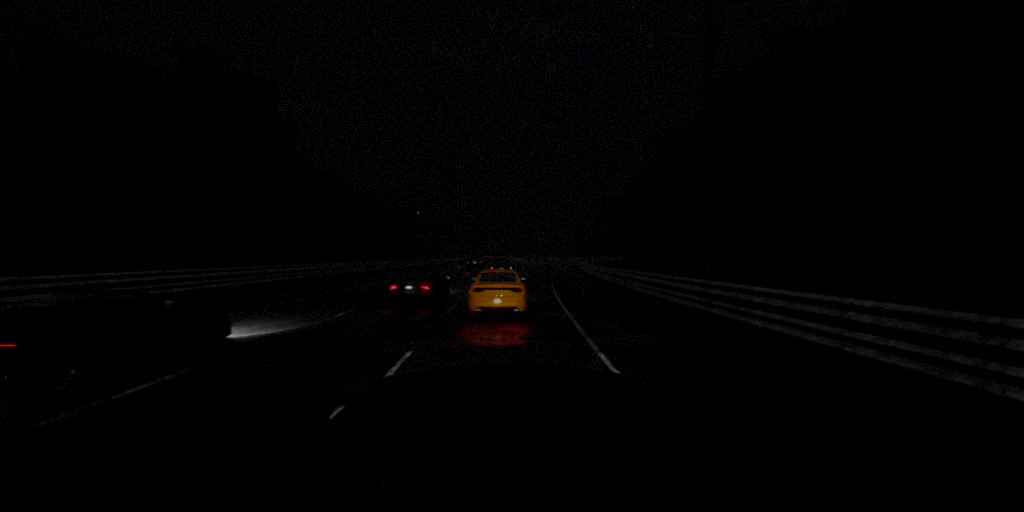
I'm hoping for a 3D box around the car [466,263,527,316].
[{"bbox_3d":[-0.503,1.217,13.391,1.882,1.535,5.008,0,0,-1],"label":"car"}]

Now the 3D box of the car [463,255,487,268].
[{"bbox_3d":[-4.607,0.884,46.284,2.150,2.045,5.566,0,0,-1],"label":"car"}]

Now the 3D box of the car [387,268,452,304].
[{"bbox_3d":[-3.987,1.262,16.220,2.033,1.411,5.357,0,0,-1],"label":"car"}]

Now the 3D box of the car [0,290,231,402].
[{"bbox_3d":[-7.225,1.269,6.268,1.994,1.385,4.181,0,0,-2],"label":"car"}]

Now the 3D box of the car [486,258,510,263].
[{"bbox_3d":[-0.893,1.058,31.264,2.097,1.767,4.553,0,0,-1],"label":"car"}]
